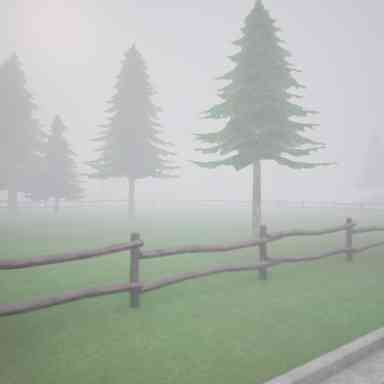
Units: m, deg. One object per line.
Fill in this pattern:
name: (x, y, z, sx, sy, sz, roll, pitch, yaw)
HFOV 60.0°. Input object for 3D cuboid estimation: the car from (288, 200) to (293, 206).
car: (15.589, 1.915, 59.999, 5.008, 1.535, 1.882, 0, 0, 30)

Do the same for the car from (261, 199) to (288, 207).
car: (13.716, 1.974, 57.451, 4.181, 1.385, 1.994, 0, 0, 29)
